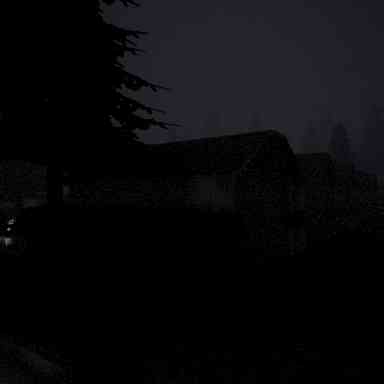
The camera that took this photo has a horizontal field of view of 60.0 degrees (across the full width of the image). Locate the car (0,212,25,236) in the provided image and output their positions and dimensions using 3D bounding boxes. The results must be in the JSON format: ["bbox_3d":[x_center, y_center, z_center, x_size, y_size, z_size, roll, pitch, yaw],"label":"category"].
[{"bbox_3d":[-10.550,1.851,22.306,2.097,1.767,4.553,-1,-1,36],"label":"car"}]
